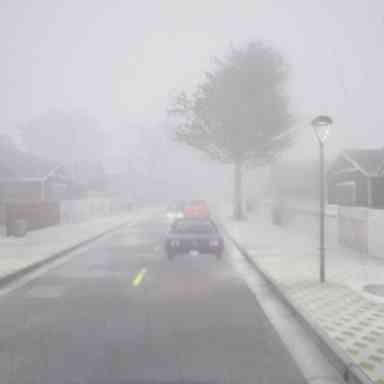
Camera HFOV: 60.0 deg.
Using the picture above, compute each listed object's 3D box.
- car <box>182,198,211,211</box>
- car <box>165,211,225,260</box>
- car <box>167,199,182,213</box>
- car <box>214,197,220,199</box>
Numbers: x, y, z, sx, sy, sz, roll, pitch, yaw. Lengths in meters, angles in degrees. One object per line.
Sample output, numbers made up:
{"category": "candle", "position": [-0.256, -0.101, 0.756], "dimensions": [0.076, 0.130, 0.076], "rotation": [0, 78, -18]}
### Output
{"category": "car", "position": [0.529, 1.416, 29.245], "dimensions": [2.097, 1.767, 4.553], "rotation": [0, 0, 3]}
{"category": "car", "position": [0.093, 1.629, 12.577], "dimensions": [1.895, 1.301, 4.718], "rotation": [0, 0, 0]}
{"category": "car", "position": [-1.685, 1.584, 38.929], "dimensions": [2.128, 1.511, 4.902], "rotation": [0, 0, 6]}
{"category": "car", "position": [5.493, 1.396, 78.851], "dimensions": [2.033, 1.411, 5.357], "rotation": [0, 0, 15]}
